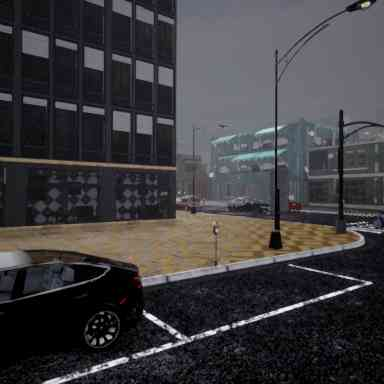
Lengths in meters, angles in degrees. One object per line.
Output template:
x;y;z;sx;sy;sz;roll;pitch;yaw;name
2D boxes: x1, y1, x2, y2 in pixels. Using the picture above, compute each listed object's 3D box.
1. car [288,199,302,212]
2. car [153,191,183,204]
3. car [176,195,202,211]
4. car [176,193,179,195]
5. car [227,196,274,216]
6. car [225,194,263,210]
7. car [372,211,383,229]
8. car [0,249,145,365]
9.273;1.340;34.163;1.802;1.307;4.206;1;0;-36;car
-3.831;0.793;52.060;2.192;1.841;5.009;1;0;-36;car
-0.765;1.230;33.686;1.802;1.307;4.206;1;0;-36;car
-1.138;1.172;38.572;1.994;1.385;4.181;0;1;-36;car
5.247;1.236;29.848;2.128;1.511;4.902;0;0;-36;car
5.997;1.130;38.639;1.967;1.590;4.097;1;0;-36;car
12.072;1.529;18.195;1.994;1.385;4.181;1;1;-17;car
-2.753;1.566;4.592;4.313;1.339;1.947;0;0;-35;car
